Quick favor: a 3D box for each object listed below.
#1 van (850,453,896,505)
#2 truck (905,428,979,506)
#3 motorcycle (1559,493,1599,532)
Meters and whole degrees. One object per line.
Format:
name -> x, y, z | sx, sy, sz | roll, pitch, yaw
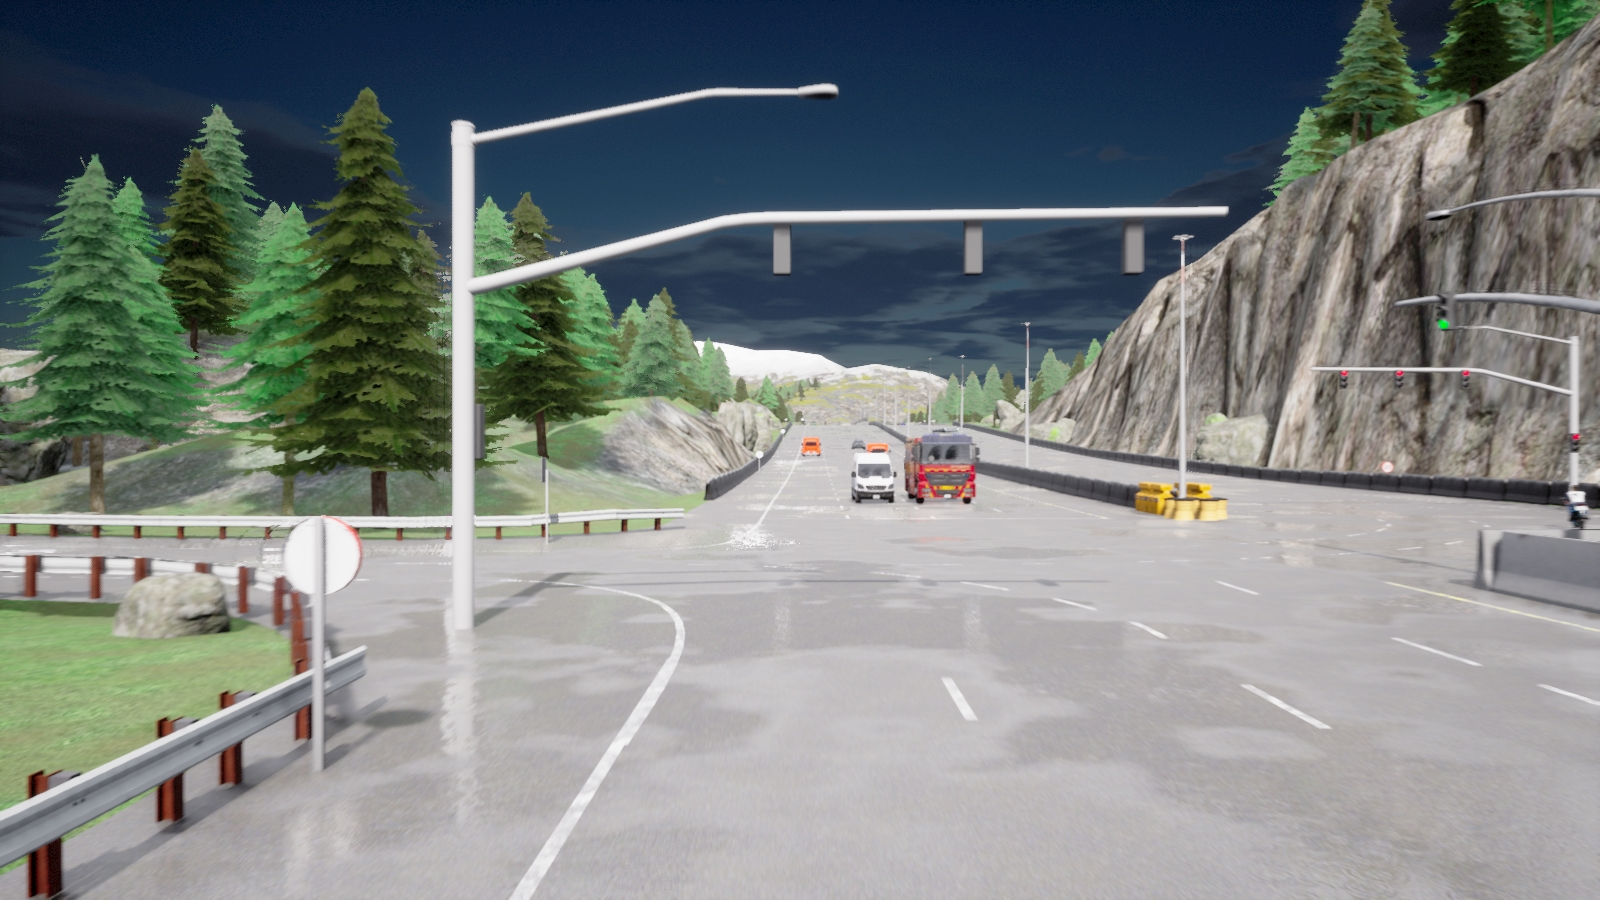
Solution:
van -> 3.806, 1.456, 60.183 | 1.988, 2.561, 5.915 | 0, 0, 0
truck -> 7.315, 0.810, 60.061 | 2.891, 3.827, 8.468 | 0, 0, 1
motorcycle -> 27.025, 2.144, 39.655 | 0.803, 1.217, 2.033 | -5, -2, 26
